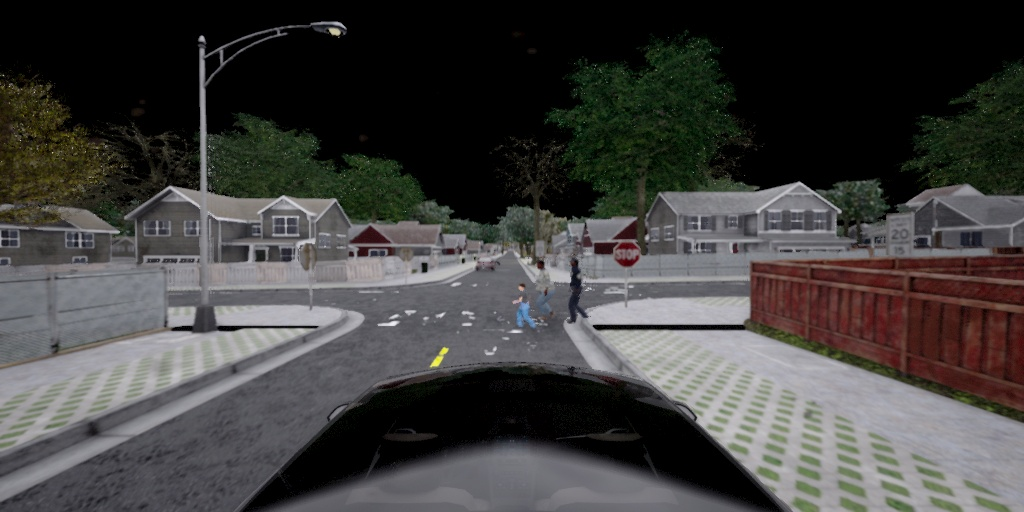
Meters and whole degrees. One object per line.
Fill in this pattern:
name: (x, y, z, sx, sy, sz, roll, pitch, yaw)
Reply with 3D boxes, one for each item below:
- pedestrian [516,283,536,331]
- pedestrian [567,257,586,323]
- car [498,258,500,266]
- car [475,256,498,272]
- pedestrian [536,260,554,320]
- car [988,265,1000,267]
pedestrian: (0.347, 1.240, 9.223, 0.375, 1.300, 0.375, 0, 1, 0)
pedestrian: (1.734, 0.902, 9.819, 0.375, 1.860, 0.375, 0, 1, 0)
car: (-2.807, 0.679, 54.268, 1.812, 1.442, 4.674, 0, 0, 1)
car: (-2.832, 0.860, 38.476, 1.812, 1.442, 4.674, 0, 1, 0)
pedestrian: (0.937, 0.946, 10.420, 0.375, 1.860, 0.375, 0, 1, 0)
car: (26.761, 0.629, 18.615, 4.181, 1.385, 1.994, -1, 1, 0)
